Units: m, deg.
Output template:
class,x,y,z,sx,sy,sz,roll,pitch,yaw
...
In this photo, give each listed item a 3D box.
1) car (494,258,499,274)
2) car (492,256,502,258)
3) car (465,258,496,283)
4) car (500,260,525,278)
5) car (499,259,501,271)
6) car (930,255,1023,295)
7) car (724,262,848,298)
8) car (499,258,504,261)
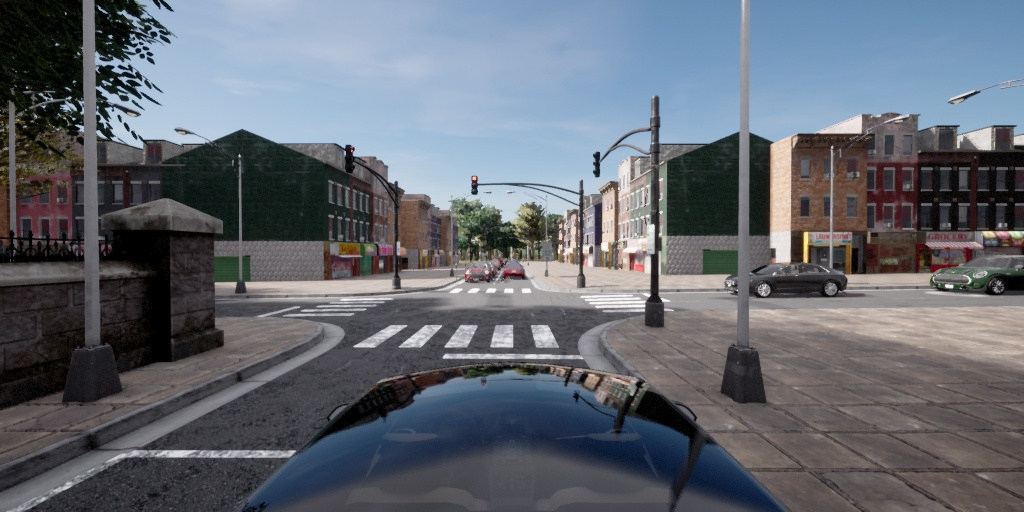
class,x,y,z,sx,sy,sz,roll,pitch,yaw
car,-2.537,1.204,33.532,1.967,1.591,4.097,0,0,0
car,-2.832,1.259,60.907,1.801,1.575,5.366,0,0,0
car,-2.555,1.199,28.097,1.967,1.591,4.097,0,0,0
car,0.192,1.328,33.915,1.994,1.385,4.181,0,0,0
car,-2.519,1.335,38.966,1.948,1.339,4.313,0,0,0
car,22.100,0.763,16.280,4.553,1.767,2.097,-1,1,0
car,12.322,1.046,16.316,4.892,1.490,1.837,-1,1,0
car,-2.483,1.329,49.835,1.888,1.381,4.507,0,0,0
